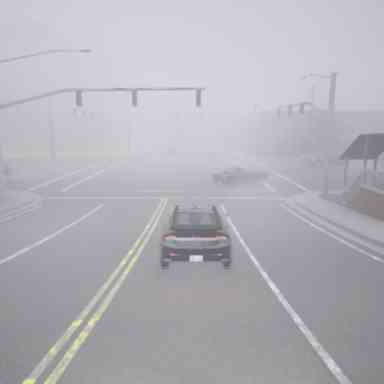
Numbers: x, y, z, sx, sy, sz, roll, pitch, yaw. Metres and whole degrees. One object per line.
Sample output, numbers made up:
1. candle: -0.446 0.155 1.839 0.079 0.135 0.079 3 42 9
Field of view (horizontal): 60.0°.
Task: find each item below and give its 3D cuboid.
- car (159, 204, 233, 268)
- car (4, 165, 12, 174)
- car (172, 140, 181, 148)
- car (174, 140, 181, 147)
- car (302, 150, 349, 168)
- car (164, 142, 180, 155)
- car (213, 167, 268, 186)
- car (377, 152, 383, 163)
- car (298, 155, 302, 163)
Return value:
1. car: 0.097 1.114 10.028 2.128 1.511 4.902 0 5 0
2. car: -19.962 -2.320 31.884 4.892 1.490 1.837 0 11 0
3. car: -3.519 -11.099 76.475 1.837 1.490 4.892 0 11 0
4. car: -3.517 -9.091 66.600 1.994 1.385 4.181 0 11 0
5. car: 15.792 -3.839 38.813 4.553 1.767 2.097 0 11 0
6. car: -3.584 -7.209 56.730 1.837 1.490 4.892 0 11 0
7. car: 4.108 -1.351 27.458 4.718 1.301 1.895 -8 13 -34
8. car: 26.284 -4.636 42.191 5.566 2.045 2.150 0 11 0
9. car: 15.958 -4.514 42.247 4.553 1.767 2.097 0 11 0
